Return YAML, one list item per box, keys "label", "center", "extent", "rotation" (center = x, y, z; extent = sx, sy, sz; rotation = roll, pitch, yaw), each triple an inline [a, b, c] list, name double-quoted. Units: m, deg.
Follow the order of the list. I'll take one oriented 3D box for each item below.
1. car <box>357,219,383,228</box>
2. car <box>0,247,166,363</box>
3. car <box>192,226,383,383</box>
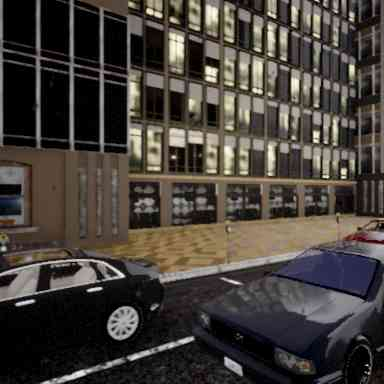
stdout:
- label: "car"
  center: [6.784, 1.581, 11.401]
  extent: [4.206, 1.307, 1.802]
  rotation: [0, 0, -36]
- label: "car"
  center: [-2.484, 1.551, 4.788]
  extent: [4.403, 1.369, 2.008]
  rotation: [0, 0, -36]
- label: "car"
  center: [2.626, 1.548, 5.252]
  extent: [5.357, 1.411, 2.033]
  rotation: [0, 0, -36]
